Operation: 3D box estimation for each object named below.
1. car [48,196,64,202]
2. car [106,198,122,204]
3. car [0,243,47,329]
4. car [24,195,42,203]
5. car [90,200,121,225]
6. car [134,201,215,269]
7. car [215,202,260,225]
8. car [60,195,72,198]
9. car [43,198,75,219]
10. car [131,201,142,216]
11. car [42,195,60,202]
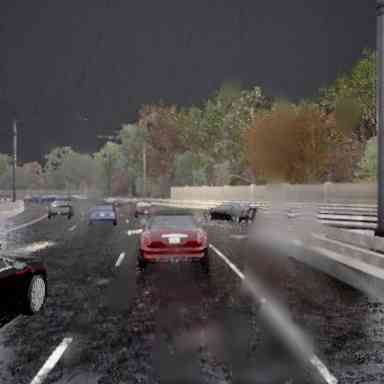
[{"bbox_3d":[-31.892,1.647,77.973,4.674,1.442,1.812,0,0,44],"label":"car"},{"bbox_3d":[-11.901,1.577,49.450,1.812,1.442,4.674,0,0,-27],"label":"car"},{"bbox_3d":[-3.681,1.504,4.610,2.128,1.511,4.902,0,0,-2],"label":"car"},{"bbox_3d":[-33.698,1.482,69.637,1.837,1.490,4.892,0,0,-43],"label":"car"},{"bbox_3d":[-6.476,1.572,24.372,2.033,1.411,5.357,0,0,-14],"label":"car"},{"bbox_3d":[-0.704,1.362,11.455,2.097,1.767,4.553,0,0,-6],"label":"car"},{"bbox_3d":[2.815,1.499,24.177,2.128,1.511,4.902,0,0,-37],"label":"car"},{"bbox_3d":[-28.462,1.466,74.283,1.837,1.490,4.892,0,0,-43],"label":"car"},{"bbox_3d":[-11.533,1.537,29.528,2.128,1.511,4.902,0,0,-16],"label":"car"},{"bbox_3d":[-4.547,1.551,30.545,1.812,1.442,4.674,0,0,-16],"label":"car"},{"bbox_3d":[-31.080,1.452,71.960,1.882,1.535,5.008,0,0,-43],"label":"car"}]
